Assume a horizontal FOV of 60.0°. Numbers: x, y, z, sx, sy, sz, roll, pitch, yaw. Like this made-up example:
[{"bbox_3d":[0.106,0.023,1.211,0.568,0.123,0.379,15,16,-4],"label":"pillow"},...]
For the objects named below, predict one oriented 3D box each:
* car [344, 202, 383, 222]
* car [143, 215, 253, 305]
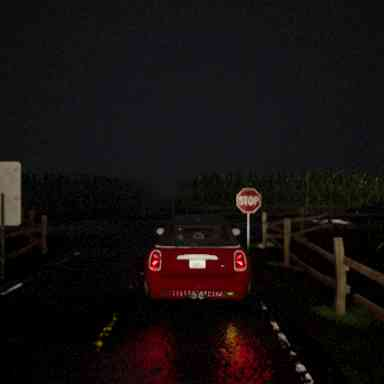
[{"bbox_3d":[13.256,1.392,23.855,4.181,1.385,1.994,0,1,0],"label":"car"},{"bbox_3d":[0.155,1.331,8.217,2.097,1.767,4.553,0,0,1],"label":"car"}]
